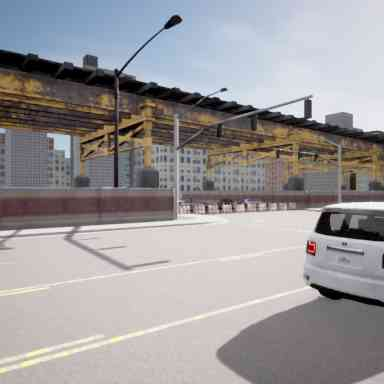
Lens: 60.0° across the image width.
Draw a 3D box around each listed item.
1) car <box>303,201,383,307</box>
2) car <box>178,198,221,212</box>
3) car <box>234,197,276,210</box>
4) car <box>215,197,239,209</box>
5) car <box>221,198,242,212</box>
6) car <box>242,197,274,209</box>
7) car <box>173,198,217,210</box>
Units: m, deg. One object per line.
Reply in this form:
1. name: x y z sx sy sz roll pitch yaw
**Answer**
1. car: 4.766 1.221 7.157 5.566 2.045 2.150 0 0 -35
2. car: 0.414 1.453 36.573 4.974 1.542 2.038 0 0 8
3. car: 8.085 1.453 43.000 4.974 1.542 2.038 0 0 -7
4. car: 4.181 1.295 39.299 1.853 1.218 4.536 0 0 18
5. car: 4.166 1.453 39.249 2.038 1.542 4.974 0 0 18
6. car: 8.033 1.295 42.993 4.536 1.218 1.853 0 0 -7
7. car: 0.363 1.295 36.580 4.536 1.218 1.853 0 0 8
